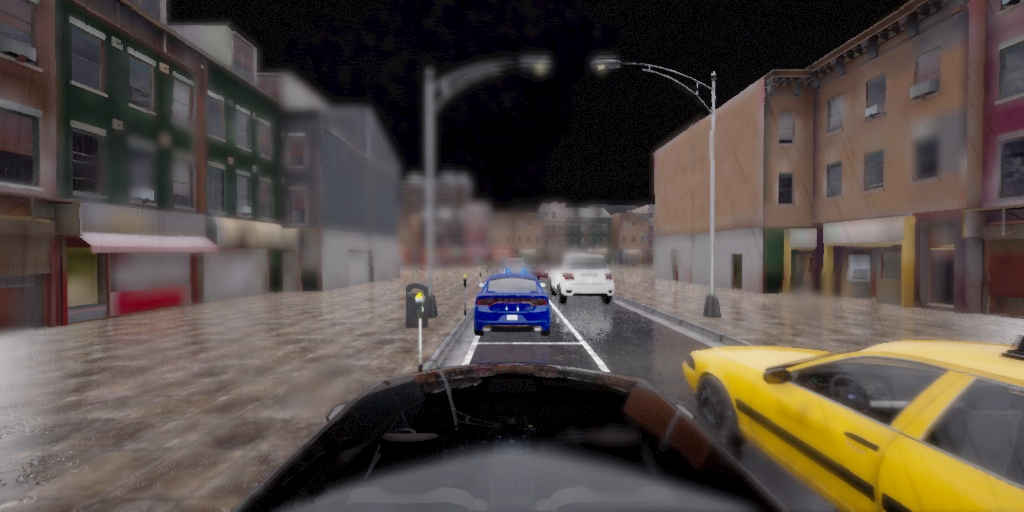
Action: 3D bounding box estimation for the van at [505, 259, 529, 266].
[{"bbox_3d":[0.382,1.094,27.349,1.690,1.789,3.998,0,0,0],"label":"van"}]

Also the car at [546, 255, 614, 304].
[{"bbox_3d":[3.022,0.967,16.501,2.150,2.045,5.566,0,0,0],"label":"car"}]

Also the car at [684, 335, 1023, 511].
[{"bbox_3d":[3.020,1.205,2.239,1.801,1.575,5.366,0,0,0],"label":"car"}]

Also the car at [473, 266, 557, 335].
[{"bbox_3d":[0.006,1.227,10.501,1.882,1.535,5.008,0,0,0],"label":"car"}]

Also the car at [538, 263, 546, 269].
[{"bbox_3d":[3.026,1.321,31.804,1.994,1.385,4.181,0,0,0],"label":"car"}]
